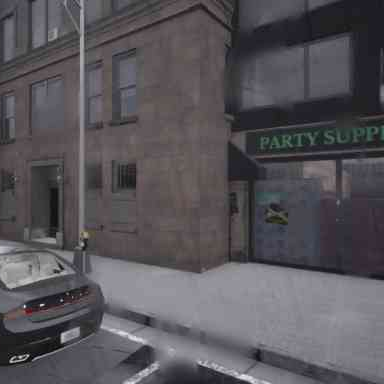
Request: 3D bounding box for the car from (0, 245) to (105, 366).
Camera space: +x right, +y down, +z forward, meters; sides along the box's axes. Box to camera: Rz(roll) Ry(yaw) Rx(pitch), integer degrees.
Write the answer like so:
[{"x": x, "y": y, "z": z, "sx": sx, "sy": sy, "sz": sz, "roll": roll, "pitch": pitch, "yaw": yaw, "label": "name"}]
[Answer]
[{"x": -3.297, "y": 1.551, "z": 5.428, "sx": 4.403, "sy": 1.369, "sz": 2.008, "roll": 0, "pitch": 0, "yaw": 35, "label": "car"}]
